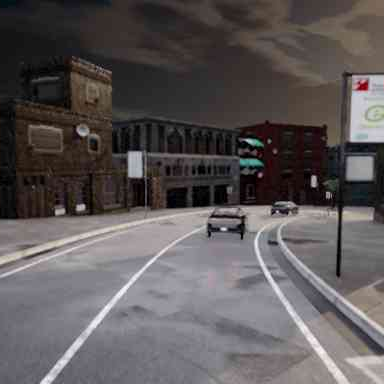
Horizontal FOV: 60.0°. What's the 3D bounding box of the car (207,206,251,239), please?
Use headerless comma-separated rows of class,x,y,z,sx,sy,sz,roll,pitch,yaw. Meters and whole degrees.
car,2.006,1.504,17.702,2.128,1.511,4.902,1,0,13

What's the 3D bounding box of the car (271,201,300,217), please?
car,9.716,1.689,34.336,1.837,1.490,4.892,3,1,35
